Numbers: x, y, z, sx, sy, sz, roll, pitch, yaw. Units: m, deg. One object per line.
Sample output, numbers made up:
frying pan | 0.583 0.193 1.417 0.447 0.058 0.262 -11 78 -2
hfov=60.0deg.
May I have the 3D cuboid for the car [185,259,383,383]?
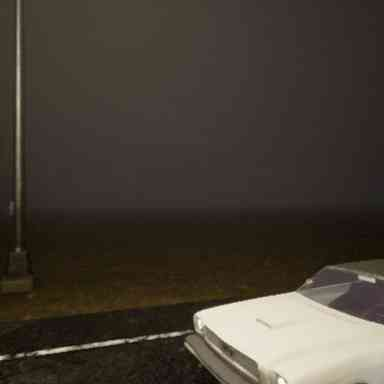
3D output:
car | 2.335 1.651 4.265 4.718 1.301 1.895 0 -1 -26
